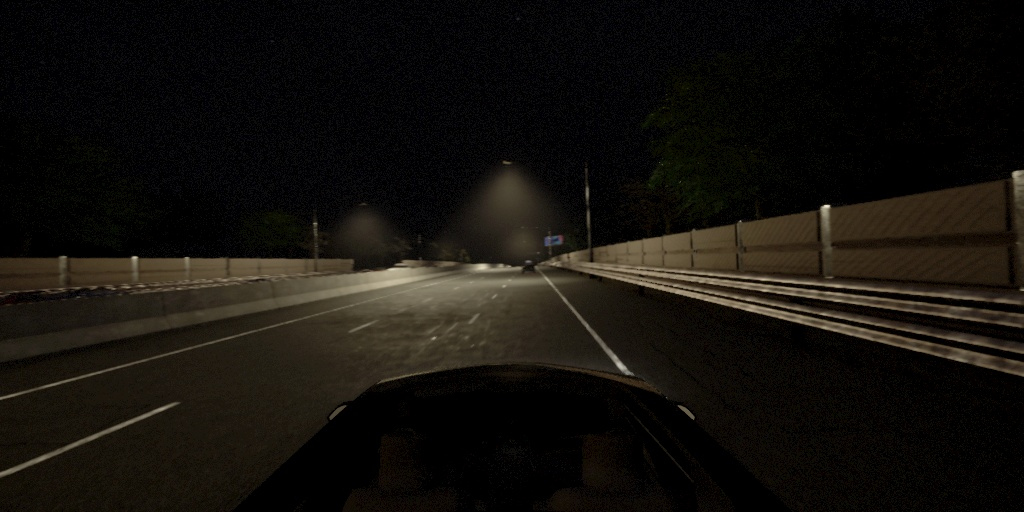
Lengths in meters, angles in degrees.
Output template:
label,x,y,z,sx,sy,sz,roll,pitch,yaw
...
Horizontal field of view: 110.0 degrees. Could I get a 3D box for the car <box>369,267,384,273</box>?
label,x,y,z,sx,sy,sz,roll,pitch,yaw
car,-21.772,2.644,58.991,2.097,1.767,4.553,-2,-1,3

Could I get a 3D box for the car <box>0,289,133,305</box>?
label,x,y,z,sx,sy,sz,roll,pitch,yaw
car,-20.418,2.295,17.075,2.033,1.411,5.357,-2,0,3

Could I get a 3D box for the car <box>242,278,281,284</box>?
label,x,y,z,sx,sy,sz,roll,pitch,yaw
car,-16.579,2.194,23.733,2.033,1.411,5.357,-2,-1,3

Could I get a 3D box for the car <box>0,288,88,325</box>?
label,x,y,z,sx,sy,sz,roll,pitch,yaw
car,-23.905,2.463,17.245,1.994,1.385,4.181,-2,0,3

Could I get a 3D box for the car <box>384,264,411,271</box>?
label,x,y,z,sx,sy,sz,roll,pitch,yaw
car,-18.289,2.364,58.726,2.150,2.045,5.566,-2,-1,3

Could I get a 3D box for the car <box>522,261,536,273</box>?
label,x,y,z,sx,sy,sz,roll,pitch,yaw
car,2.384,1.650,50.967,2.128,1.511,4.902,-2,-1,4
